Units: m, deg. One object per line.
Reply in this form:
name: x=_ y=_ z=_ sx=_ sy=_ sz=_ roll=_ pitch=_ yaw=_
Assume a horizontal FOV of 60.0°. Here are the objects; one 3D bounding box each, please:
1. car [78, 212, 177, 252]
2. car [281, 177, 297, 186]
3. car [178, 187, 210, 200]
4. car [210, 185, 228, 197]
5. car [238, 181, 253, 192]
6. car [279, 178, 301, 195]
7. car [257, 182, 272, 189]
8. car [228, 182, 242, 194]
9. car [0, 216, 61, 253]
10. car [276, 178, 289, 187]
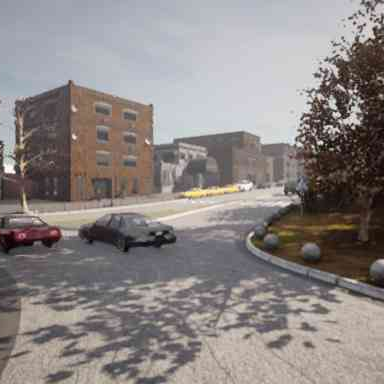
car: x=-2.914 y=1.581 z=14.130 sx=2.033 sy=1.411 sz=5.357 roll=0 pitch=0 yaw=-42
car: x=24.887 y=-2.649 z=85.291 sx=2.435 sy=2.045 sz=5.566 roll=0 pitch=3 yaw=34
car: x=0.042 y=0.205 z=48.505 sx=1.946 sy=1.575 sz=5.366 roll=0 pitch=3 yaw=34
car: x=3.135 y=-0.121 z=53.069 sx=1.946 sy=1.575 sz=5.366 roll=0 pitch=3 yaw=34
car: x=9.459 y=-1.032 z=62.433 sx=2.435 sy=2.045 sz=5.566 roll=0 pitch=3 yaw=34
car: x=15.771 y=-0.643 z=50.731 sx=2.150 sy=2.045 sz=5.566 roll=0 pitch=3 yaw=35
car: x=15.634 y=-1.398 z=71.589 sx=2.163 sy=1.488 sz=4.792 roll=0 pitch=3 yaw=34
car: x=6.221 y=-0.444 z=57.640 sx=1.946 sy=1.575 sz=5.366 roll=0 pitch=3 yaw=34
car: x=-7.514 y=1.638 z=13.958 sx=4.718 sy=1.301 sz=1.895 roll=0 pitch=0 yaw=40
car: x=21.829 y=-2.075 z=80.760 sx=2.231 sy=1.521 sz=4.892 roll=0 pitch=3 yaw=34
